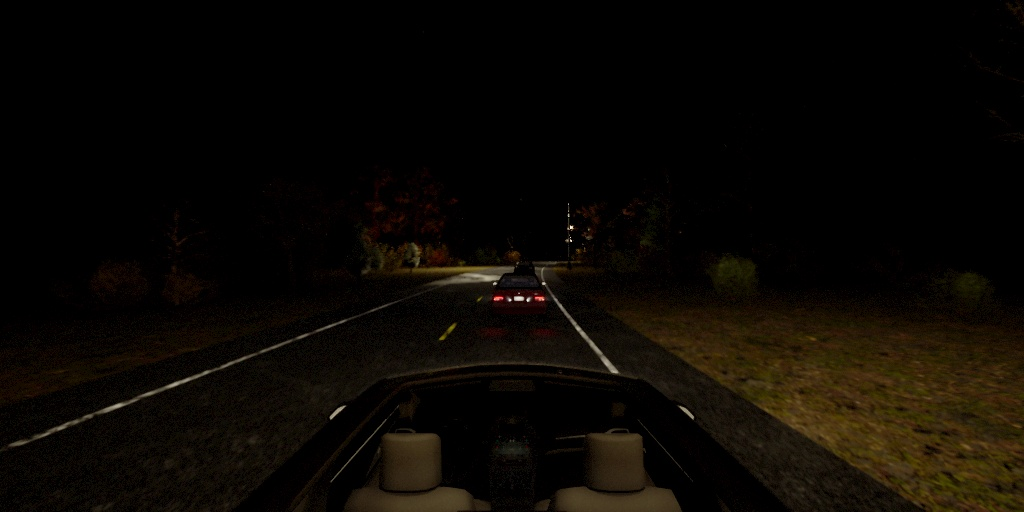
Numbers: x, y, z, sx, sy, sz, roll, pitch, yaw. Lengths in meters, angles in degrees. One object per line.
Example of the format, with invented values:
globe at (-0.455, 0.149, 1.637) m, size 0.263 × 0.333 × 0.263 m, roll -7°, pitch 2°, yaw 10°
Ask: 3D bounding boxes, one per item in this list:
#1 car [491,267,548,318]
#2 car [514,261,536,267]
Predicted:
car at (0.266, 1.299, 13.017) m, size 2.033 × 1.411 × 5.357 m, roll 0°, pitch 0°, yaw 1°
car at (1.186, 1.240, 33.130) m, size 2.128 × 1.511 × 4.902 m, roll 0°, pitch 0°, yaw 4°
